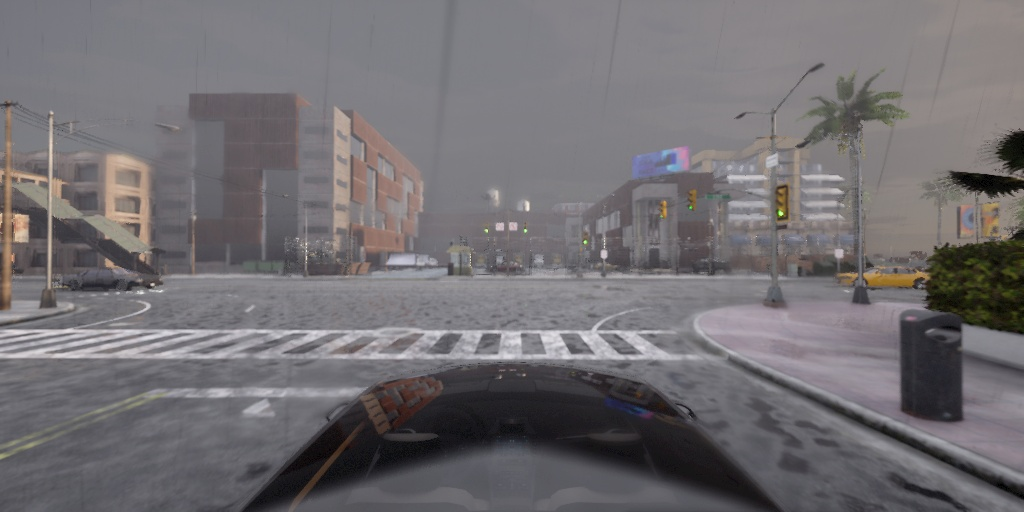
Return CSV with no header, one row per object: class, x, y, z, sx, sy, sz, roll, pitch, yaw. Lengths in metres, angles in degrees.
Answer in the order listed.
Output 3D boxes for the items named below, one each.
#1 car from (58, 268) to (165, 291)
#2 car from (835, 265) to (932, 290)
car,-26.327,1.504,23.638,5.357,1.411,2.033,0,-1,0
car,25.040,1.439,24.174,5.008,1.535,1.882,0,-1,21
